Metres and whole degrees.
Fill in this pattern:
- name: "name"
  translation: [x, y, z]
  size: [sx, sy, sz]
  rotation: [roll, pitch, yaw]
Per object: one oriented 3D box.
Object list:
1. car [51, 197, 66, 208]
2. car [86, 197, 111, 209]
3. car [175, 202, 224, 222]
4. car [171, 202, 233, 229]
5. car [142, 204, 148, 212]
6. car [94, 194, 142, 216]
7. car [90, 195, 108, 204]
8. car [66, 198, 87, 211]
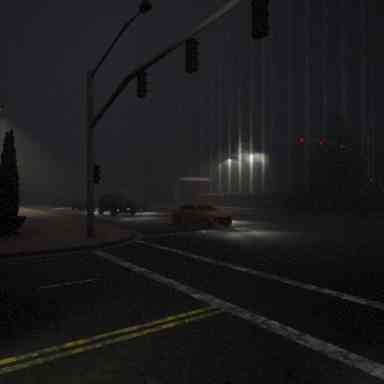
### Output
- name: "car"
  translation: [-19.530, 1.505, 49.401]
  size: [1.837, 1.490, 4.892]
  rotation: [0, 0, -35]
- name: "car"
  translation: [-13.164, 1.526, 46.543]
  size: [1.812, 1.442, 4.674]
  rotation: [0, 0, -36]
- name: "car"
  translation: [0.532, 1.564, 27.665]
  size: [1.994, 1.385, 4.181]
  rotation: [0, 0, -36]
- name: "car"
  translation: [0.538, 1.478, 21.741]
  size: [1.882, 1.535, 5.008]
  rotation: [0, 0, -36]
- name: "car"
  translation: [-7.059, 1.548, 38.112]
  size: [2.033, 1.411, 5.357]
  rotation: [0, 0, -36]
- name: "car"
  translation: [-7.423, 1.223, 32.657]
  size: [2.150, 2.045, 5.566]
  rotation: [0, 0, -36]
- name: "car"
  translation: [-18.610, 1.478, 66.272]
  size: [1.882, 1.535, 5.008]
  rotation: [0, 0, -36]
- name: "car"
  translation: [-13.528, 1.491, 41.076]
  size: [2.128, 1.511, 4.902]
  rotation: [0, 0, -36]
